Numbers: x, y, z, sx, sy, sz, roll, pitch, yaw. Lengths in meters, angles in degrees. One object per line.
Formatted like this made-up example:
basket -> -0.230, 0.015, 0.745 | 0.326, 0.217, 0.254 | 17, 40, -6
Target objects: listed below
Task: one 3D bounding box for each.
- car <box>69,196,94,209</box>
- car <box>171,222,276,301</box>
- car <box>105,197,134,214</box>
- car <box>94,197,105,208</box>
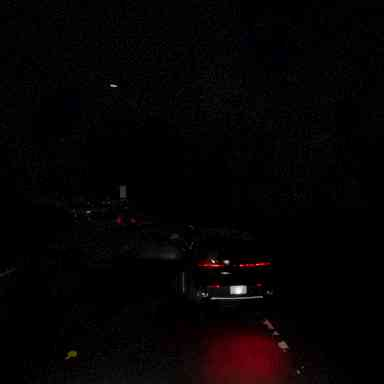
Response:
car -> -13.889, 1.275, 40.851 | 1.882, 1.535, 5.008 | 1, 0, -28
car -> 0.580, 1.506, 8.379 | 1.837, 1.490, 4.892 | 0, 0, -6
car -> -7.470, 1.382, 34.822 | 1.882, 1.535, 5.008 | 1, 0, -24
car -> -11.744, 1.379, 43.865 | 2.033, 1.411, 5.357 | 1, 0, -31
